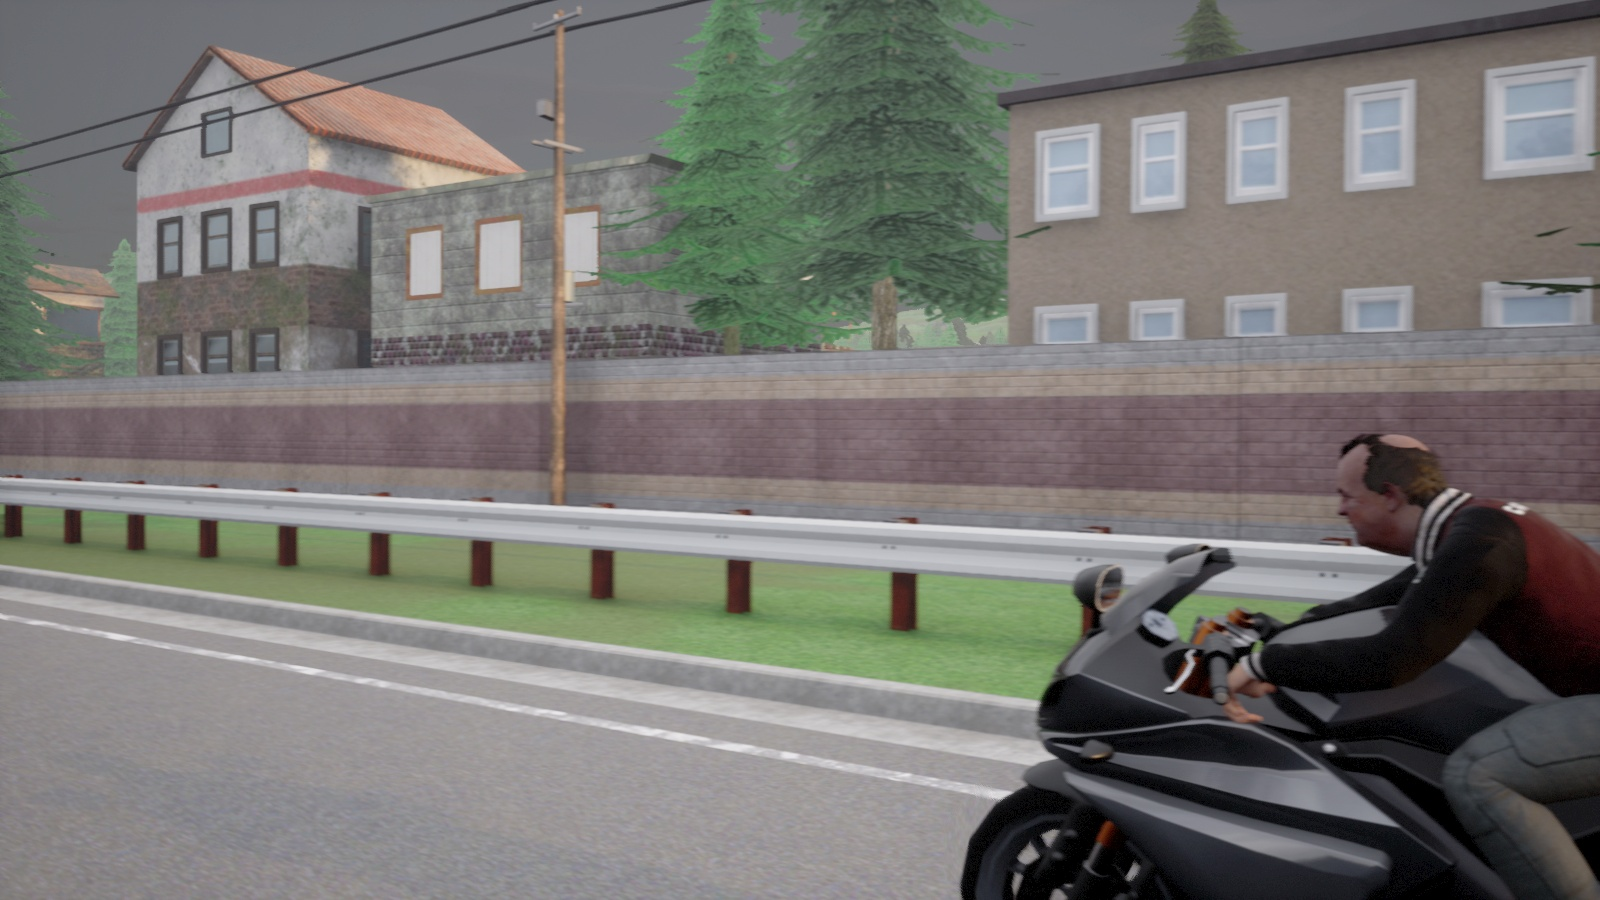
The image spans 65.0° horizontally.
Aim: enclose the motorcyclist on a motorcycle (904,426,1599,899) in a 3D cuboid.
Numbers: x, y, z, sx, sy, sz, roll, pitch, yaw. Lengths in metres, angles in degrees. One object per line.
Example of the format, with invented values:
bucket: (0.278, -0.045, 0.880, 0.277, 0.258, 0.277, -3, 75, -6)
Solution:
motorcyclist on a motorcycle: (1.402, 0.718, 2.693, 2.191, 1.530, 0.866, 0, 1, 34)
